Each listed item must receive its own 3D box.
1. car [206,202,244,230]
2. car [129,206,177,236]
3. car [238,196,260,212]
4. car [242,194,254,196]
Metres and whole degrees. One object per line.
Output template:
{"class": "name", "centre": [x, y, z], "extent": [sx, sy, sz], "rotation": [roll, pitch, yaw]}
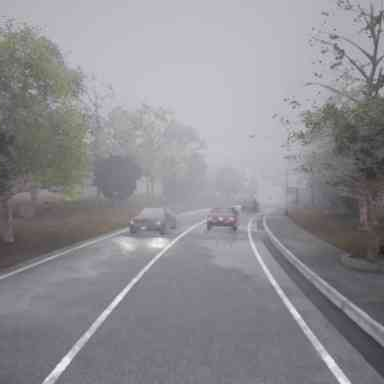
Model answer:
{"class": "car", "centre": [2.082, 1.597, 21.585], "extent": [2.033, 1.411, 5.357], "rotation": [1, 0, 10]}
{"class": "car", "centre": [-2.058, 1.517, 18.746], "extent": [1.812, 1.442, 4.674], "rotation": [1, 0, 9]}
{"class": "car", "centre": [7.436, 1.645, 42.096], "extent": [2.128, 1.511, 4.902], "rotation": [2, 0, 19]}
{"class": "car", "centre": [9.718, 1.372, 58.676], "extent": [2.150, 2.045, 5.566], "rotation": [2, 0, 22]}
